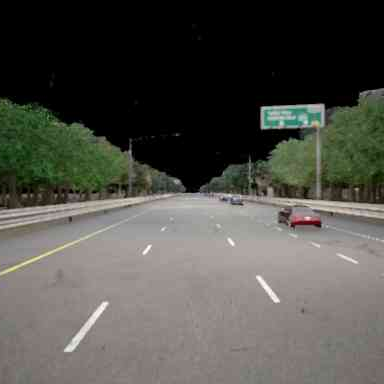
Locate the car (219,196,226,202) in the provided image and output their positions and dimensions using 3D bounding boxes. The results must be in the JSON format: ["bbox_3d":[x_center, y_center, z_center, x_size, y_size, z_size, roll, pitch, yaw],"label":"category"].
[{"bbox_3d":[7.123,1.565,75.635,1.895,1.301,4.718,0,0,0],"label":"car"}]

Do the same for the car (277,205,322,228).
[{"bbox_3d":[7.019,1.563,22.154,1.994,1.385,4.181,0,0,0],"label":"car"}]

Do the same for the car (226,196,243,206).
[{"bbox_3d":[7.081,1.512,54.007,1.812,1.442,4.674,0,0,0],"label":"car"}]
